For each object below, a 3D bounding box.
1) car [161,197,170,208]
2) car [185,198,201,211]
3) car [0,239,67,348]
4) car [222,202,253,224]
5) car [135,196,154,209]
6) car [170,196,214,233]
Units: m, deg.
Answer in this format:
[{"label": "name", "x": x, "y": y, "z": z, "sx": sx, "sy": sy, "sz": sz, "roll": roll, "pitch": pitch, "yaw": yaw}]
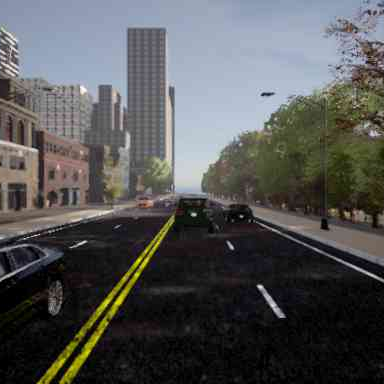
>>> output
[{"label": "car", "x": -3.312, "y": 1.536, "z": 47.353, "sx": 2.128, "sy": 1.511, "sz": 4.902, "roll": 0, "pitch": 0, "yaw": 1}, {"label": "car", "x": 0.095, "y": 1.519, "z": 42.821, "sx": 1.882, "sy": 1.535, "sz": 5.008, "roll": 0, "pitch": 0, "yaw": 0}, {"label": "car", "x": -3.350, "y": 1.496, "z": 4.584, "sx": 2.128, "sy": 1.511, "sz": 4.902, "roll": 0, "pitch": 0, "yaw": 0}, {"label": "car", "x": 3.346, "y": 1.503, "z": 25.038, "sx": 1.882, "sy": 1.535, "sz": 5.008, "roll": 0, "pitch": 0, "yaw": 0}, {"label": "car", "x": -6.568, "y": 1.396, "z": 46.231, "sx": 2.097, "sy": 1.767, "sz": 4.553, "roll": 0, "pitch": 0, "yaw": 0}, {"label": "car", "x": 0.096, "y": 1.243, "z": 19.801, "sx": 2.150, "sy": 2.045, "sz": 5.566, "roll": 0, "pitch": 0, "yaw": 0}]
